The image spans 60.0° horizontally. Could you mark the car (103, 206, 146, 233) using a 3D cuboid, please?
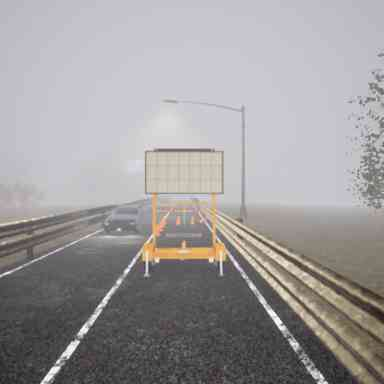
[{"bbox_3d":[-3.837,1.554,19.874,2.033,1.411,5.357,0,0,-1],"label":"car"}]

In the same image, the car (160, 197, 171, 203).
[{"bbox_3d":[-4.830,1.585,61.383,1.994,1.385,4.181,0,0,-1],"label":"car"}]

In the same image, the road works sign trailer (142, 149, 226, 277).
[{"bbox_3d":[-0.238,0.468,10.300,2.380,3.560,2.880,0,0,-1],"label":"road works sign trailer"}]
